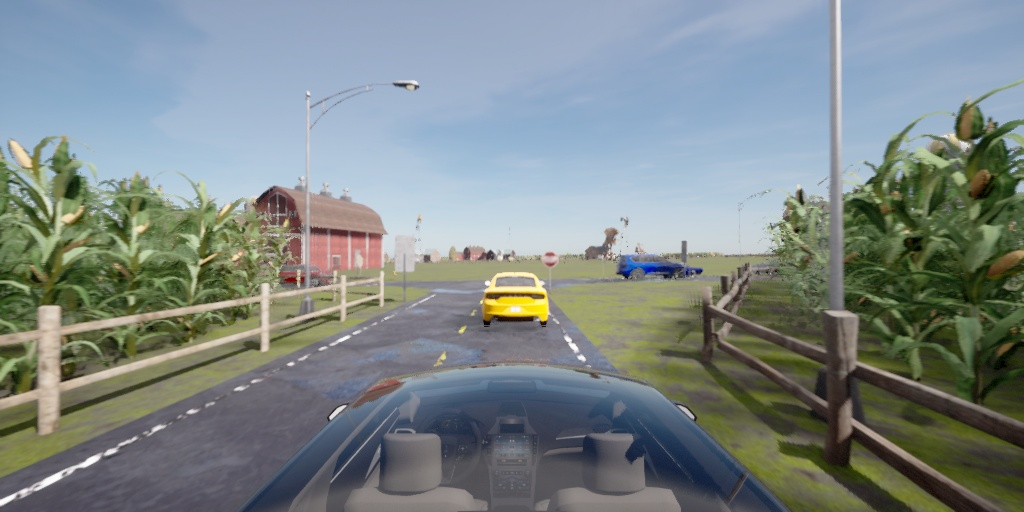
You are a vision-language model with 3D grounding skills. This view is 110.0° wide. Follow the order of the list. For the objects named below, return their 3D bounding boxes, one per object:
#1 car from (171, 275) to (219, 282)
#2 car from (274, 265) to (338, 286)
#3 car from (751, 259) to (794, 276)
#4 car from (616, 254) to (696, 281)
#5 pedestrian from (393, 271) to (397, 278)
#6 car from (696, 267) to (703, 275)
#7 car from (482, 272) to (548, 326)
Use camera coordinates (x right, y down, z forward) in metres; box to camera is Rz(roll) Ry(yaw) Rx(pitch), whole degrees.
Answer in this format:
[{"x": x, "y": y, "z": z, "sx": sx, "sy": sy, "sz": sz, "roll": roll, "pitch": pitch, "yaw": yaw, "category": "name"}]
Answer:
[{"x": -26.772, "y": 1.854, "z": 30.162, "sx": 5.357, "sy": 1.411, "sz": 2.033, "roll": -1, "pitch": -1, "yaw": 8, "category": "car"}, {"x": -16.573, "y": 1.482, "z": 29.016, "sx": 4.553, "sy": 1.767, "sz": 2.097, "roll": -1, "pitch": -1, "yaw": 6, "category": "car"}, {"x": 24.089, "y": 0.982, "z": 32.431, "sx": 4.902, "sy": 1.511, "sz": 2.128, "roll": -1, "pitch": -1, "yaw": -7, "category": "car"}, {"x": 11.155, "y": 0.894, "z": 28.655, "sx": 5.566, "sy": 2.045, "sz": 2.150, "roll": -1, "pitch": -1, "yaw": -1, "category": "car"}, {"x": -11.211, "y": 1.789, "z": 34.491, "sx": 0.500, "sy": 1.100, "sz": 0.500, "roll": 0, "pitch": 0, "yaw": 4, "category": "pedestrian"}, {"x": 14.026, "y": 1.260, "z": 31.542, "sx": 4.718, "sy": 1.301, "sz": 1.895, "roll": -1, "pitch": -1, "yaw": -4, "category": "car"}, {"x": 0.095, "y": 1.282, "z": 11.990, "sx": 1.882, "sy": 1.535, "sz": 5.008, "roll": 0, "pitch": 0, "yaw": 0, "category": "car"}]
